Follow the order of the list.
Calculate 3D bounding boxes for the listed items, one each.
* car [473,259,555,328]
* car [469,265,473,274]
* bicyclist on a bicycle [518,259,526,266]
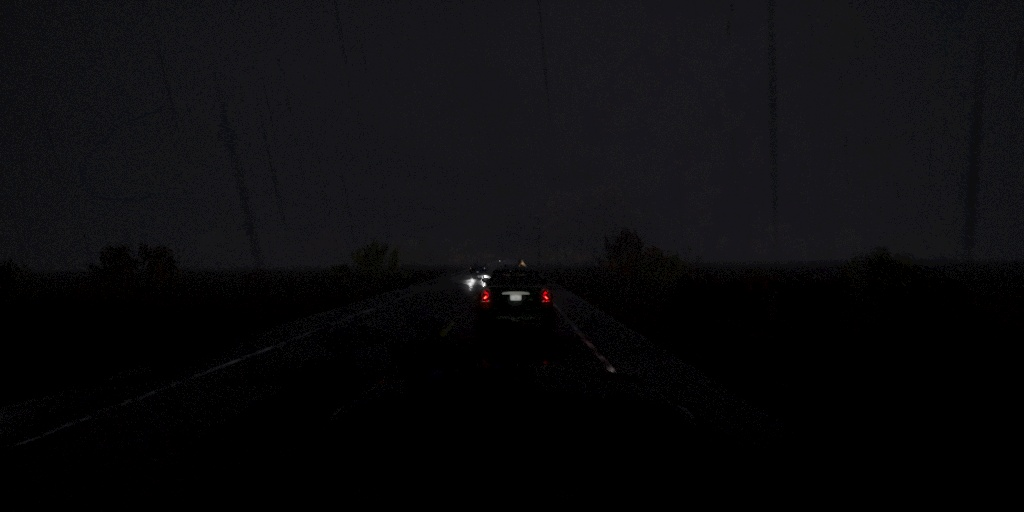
[{"bbox_3d":[0.101,1.098,11.469,2.097,1.767,4.553,0,0,0],"label":"car"},{"bbox_3d":[-3.594,1.338,39.699,1.895,1.301,4.718,0,0,0],"label":"car"},{"bbox_3d":[0.972,1.175,33.968,0.866,1.612,1.509,0,0,0],"label":"bicyclist on a bicycle"}]
